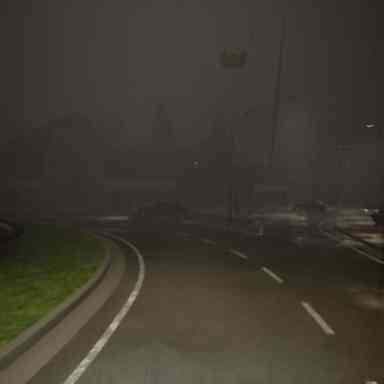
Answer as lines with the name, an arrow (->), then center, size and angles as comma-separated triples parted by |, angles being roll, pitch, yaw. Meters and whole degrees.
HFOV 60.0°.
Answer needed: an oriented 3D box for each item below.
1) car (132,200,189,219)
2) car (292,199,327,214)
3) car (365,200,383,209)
car -> -2.548, 1.390, 27.143 | 4.674, 1.442, 1.812 | 1, 1, -12
car -> 12.774, 1.539, 36.106 | 4.902, 1.511, 2.128 | 1, 0, -41
car -> 27.262, 1.849, 48.947 | 4.718, 1.301, 1.895 | 1, 0, -42
